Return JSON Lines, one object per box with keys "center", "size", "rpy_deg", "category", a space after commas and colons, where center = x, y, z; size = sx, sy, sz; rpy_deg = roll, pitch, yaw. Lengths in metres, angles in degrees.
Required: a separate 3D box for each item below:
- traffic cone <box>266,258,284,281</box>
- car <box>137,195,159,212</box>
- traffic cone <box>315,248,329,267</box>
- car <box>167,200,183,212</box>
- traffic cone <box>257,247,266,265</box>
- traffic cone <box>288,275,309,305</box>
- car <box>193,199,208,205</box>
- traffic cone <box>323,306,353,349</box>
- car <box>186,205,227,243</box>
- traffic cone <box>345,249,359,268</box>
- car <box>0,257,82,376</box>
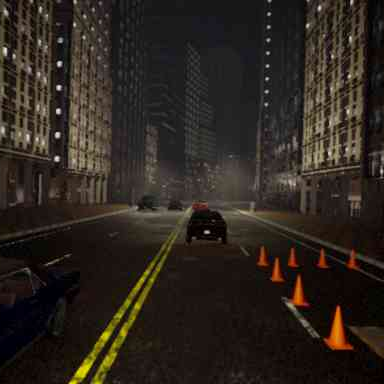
{"center": [2.337, 2.112, 9.178], "size": [0.340, 0.580, 0.340], "rpy_deg": [2, -1, 1], "category": "traffic cone"}
{"center": [-5.537, 1.459, 42.691], "size": [2.150, 2.045, 5.566], "rpy_deg": [2, 0, 1], "category": "car"}
{"center": [4.369, 2.191, 11.144], "size": [0.340, 0.580, 0.340], "rpy_deg": [2, -1, 1], "category": "traffic cone"}
{"center": [-2.243, 1.839, 45.450], "size": [1.882, 1.535, 5.008], "rpy_deg": [2, 0, 1], "category": "car"}
{"center": [2.370, 2.132, 11.177], "size": [0.340, 0.580, 0.340], "rpy_deg": [2, -1, 1], "category": "traffic cone"}
{"center": [2.304, 2.092, 7.179], "size": [0.340, 0.580, 0.340], "rpy_deg": [2, -1, 1], "category": "traffic cone"}
{"center": [1.221, 1.837, 47.742], "size": [2.097, 1.767, 4.553], "rpy_deg": [2, -1, 1], "category": "car"}
{"center": [2.271, 2.072, 5.179], "size": [0.340, 0.580, 0.340], "rpy_deg": [2, -1, 1], "category": "traffic cone"}
{"center": [0.716, 1.662, 17.257], "size": [1.882, 1.535, 5.008], "rpy_deg": [2, -1, 1], "category": "car"}
{"center": [5.368, 2.220, 11.127], "size": [0.340, 0.580, 0.340], "rpy_deg": [2, -1, 1], "category": "traffic cone"}
{"center": [-2.959, 1.550, 3.806], "size": [1.895, 1.301, 4.718], "rpy_deg": [2, -1, 1], "category": "car"}
